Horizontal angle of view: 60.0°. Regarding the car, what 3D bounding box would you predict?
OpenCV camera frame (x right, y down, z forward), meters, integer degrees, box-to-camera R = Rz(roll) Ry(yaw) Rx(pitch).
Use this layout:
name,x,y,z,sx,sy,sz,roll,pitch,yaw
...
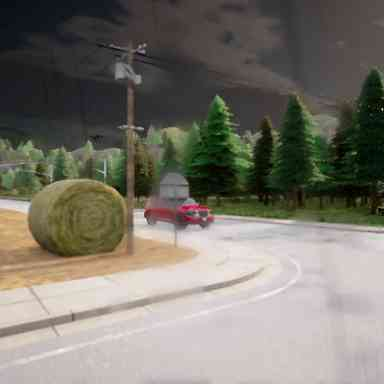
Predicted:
name,x,y,z,sx,sy,sz,roll,pitch,yaw
car,-0.980,1.239,21.496,2.150,2.045,5.566,0,0,-38
